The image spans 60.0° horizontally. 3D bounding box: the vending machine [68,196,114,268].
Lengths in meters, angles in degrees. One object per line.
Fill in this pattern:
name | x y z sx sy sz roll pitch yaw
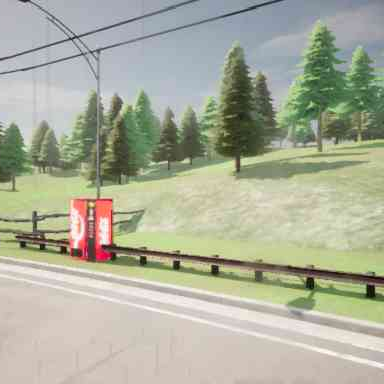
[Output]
vending machine | -3.180 1.195 10.516 0.880 2.100 1.100 0 0 30
